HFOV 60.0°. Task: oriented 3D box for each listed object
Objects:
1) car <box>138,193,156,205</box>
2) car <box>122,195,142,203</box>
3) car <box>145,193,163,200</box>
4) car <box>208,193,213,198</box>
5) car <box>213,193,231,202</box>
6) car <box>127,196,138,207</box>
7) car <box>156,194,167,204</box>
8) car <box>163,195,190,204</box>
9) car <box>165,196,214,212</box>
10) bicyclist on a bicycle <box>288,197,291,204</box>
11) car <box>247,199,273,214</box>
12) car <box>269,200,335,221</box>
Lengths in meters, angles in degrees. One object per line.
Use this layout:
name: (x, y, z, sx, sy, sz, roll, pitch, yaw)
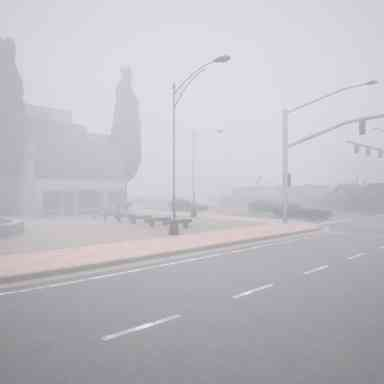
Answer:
car: (-9.156, 1.491, 59.667, 2.128, 1.511, 4.902, 0, 0, -40)
car: (-12.528, 1.478, 69.004, 1.882, 1.535, 5.008, 0, 0, -40)
car: (-10.040, 1.153, 88.044, 4.605, 1.855, 1.932, 0, 0, -42)
car: (4.940, 1.156, 71.231, 3.866, 1.878, 1.905, 0, 0, -42)
car: (6.859, 1.395, 69.063, 3.806, 1.475, 1.970, 0, 0, -42)
car: (-10.778, 1.548, 50.489, 2.033, 1.411, 5.357, 0, 0, -40)
car: (-6.076, 1.564, 61.450, 1.994, 1.385, 4.181, 0, 0, -40)
car: (-1.375, 1.478, 44.768, 1.882, 1.535, 5.008, 0, 0, -40)
car: (-0.387, 1.547, 38.183, 2.033, 1.411, 5.357, 0, 0, -40)
bicyclist on a bicycle: (12.886, 1.261, 44.843, 1.656, 1.620, 0.582, -7, 4, -40)
car: (7.858, 1.492, 33.867, 2.128, 1.511, 4.902, 0, 0, -40)
car: (9.009, 1.601, 27.093, 1.895, 1.301, 4.718, 0, 0, -40)
